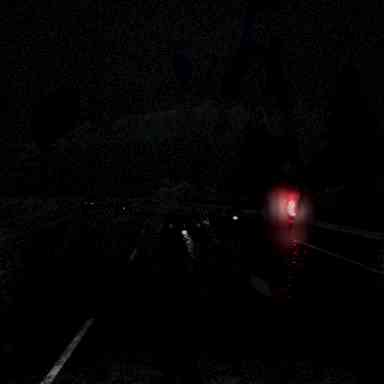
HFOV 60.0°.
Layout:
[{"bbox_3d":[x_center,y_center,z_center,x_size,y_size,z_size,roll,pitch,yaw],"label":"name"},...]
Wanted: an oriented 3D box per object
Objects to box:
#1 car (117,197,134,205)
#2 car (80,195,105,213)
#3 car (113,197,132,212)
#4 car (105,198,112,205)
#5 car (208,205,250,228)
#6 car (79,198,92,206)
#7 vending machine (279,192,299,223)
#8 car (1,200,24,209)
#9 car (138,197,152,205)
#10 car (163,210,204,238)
[{"bbox_3d":[-12.705,1.665,63.100,2.128,1.511,4.902,-1,0,-23],"label":"car"},{"bbox_3d":[-11.733,1.384,39.433,2.150,2.045,5.566,0,0,-15],"label":"car"},{"bbox_3d":[-8.489,1.621,40.657,1.837,1.490,4.892,0,0,-15],"label":"car"},{"bbox_3d":[-16.304,1.789,62.526,1.994,1.385,4.181,-1,0,-24],"label":"car"},{"bbox_3d":[2.321,1.528,21.837,1.994,1.385,4.181,-1,0,-8],"label":"car"},{"bbox_3d":[-19.767,1.801,61.820,1.812,1.442,4.674,-1,0,-24],"label":"car"},{"bbox_3d":[6.926,1.093,23.809,1.100,2.100,0.880,-1,0,-8],"label":"vending machine"},{"bbox_3d":[-25.883,1.842,48.570,1.882,1.535,5.008,-1,0,-19],"label":"car"},{"bbox_3d":[-9.005,1.612,63.457,2.128,1.511,4.902,-1,0,-23],"label":"car"},{"bbox_3d":[-0.600,1.607,17.710,1.895,1.301,4.718,-1,0,-6],"label":"car"}]
